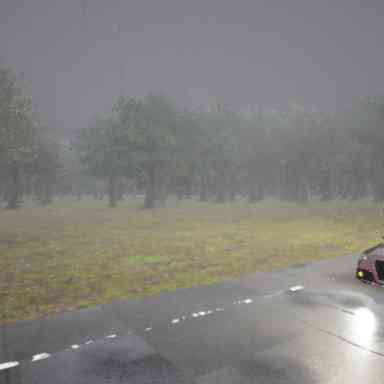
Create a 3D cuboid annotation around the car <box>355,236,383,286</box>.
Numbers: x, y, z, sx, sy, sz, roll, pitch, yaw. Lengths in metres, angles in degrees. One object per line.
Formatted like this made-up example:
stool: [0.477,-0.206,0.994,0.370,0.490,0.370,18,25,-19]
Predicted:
car: [5.884,1.553,8.173,4.181,1.385,1.994,0,0,-35]
